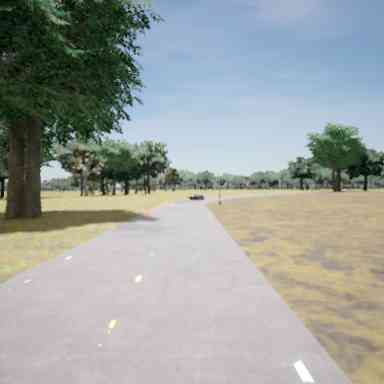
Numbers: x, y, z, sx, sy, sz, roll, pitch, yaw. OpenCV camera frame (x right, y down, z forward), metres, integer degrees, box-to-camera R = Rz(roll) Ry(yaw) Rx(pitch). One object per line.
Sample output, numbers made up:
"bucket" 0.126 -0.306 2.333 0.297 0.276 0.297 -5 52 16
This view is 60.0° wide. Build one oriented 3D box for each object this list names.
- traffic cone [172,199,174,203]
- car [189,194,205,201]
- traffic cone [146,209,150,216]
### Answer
"traffic cone" -3.133 1.447 54.001 0.340 0.580 0.340 0 1 9
"car" 0.854 0.957 62.029 1.895 1.301 4.718 0 1 18
"traffic cone" -3.841 1.759 28.662 0.340 0.580 0.340 0 1 0
